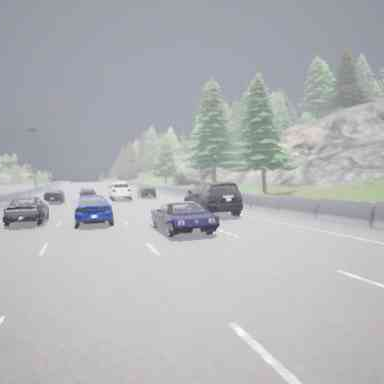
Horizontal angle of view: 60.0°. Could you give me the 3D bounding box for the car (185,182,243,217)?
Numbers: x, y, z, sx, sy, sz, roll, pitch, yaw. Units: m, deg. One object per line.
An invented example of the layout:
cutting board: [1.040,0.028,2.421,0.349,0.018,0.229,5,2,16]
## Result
car: [1.139,0.419,20.544,2.150,2.045,5.566,-3,3,-18]

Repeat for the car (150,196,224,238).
car: [-0.540,1.088,14.493,1.895,1.301,4.718,-3,2,-18]

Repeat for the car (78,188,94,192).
car: [-12.233,0.266,38.901,1.837,1.490,4.892,-3,3,-18]

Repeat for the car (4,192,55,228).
car: [-9.442,1.070,19.179,2.128,1.511,4.902,-3,3,-18]

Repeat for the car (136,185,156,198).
car: [-5.775,-0.052,41.649,1.837,1.490,4.892,-3,3,-18]

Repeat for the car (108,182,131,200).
car: [-8.376,-0.098,38.322,2.150,2.045,5.566,-3,3,-18]

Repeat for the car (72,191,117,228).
car: [-5.512,0.965,18.416,1.882,1.535,5.008,-3,3,-18]

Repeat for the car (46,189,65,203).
car: [-15.206,0.427,36.739,1.882,1.535,5.008,-3,3,-18]
